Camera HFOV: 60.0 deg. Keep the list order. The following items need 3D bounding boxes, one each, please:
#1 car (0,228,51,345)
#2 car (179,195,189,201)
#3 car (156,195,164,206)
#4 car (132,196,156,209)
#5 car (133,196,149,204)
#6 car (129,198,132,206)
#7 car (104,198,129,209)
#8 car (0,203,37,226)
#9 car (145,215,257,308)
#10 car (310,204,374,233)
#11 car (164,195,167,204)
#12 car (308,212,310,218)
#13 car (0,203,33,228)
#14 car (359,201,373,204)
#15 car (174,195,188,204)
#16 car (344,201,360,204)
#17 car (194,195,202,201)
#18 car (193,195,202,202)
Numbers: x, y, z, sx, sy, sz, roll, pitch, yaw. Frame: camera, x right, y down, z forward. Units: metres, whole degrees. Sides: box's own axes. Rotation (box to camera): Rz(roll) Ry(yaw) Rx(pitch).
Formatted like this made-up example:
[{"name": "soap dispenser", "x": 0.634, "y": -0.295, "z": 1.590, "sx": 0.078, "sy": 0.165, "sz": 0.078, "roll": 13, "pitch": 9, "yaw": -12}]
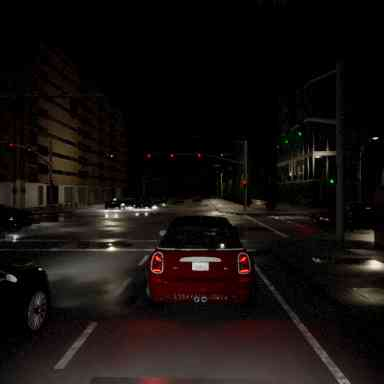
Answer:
[{"name": "car", "x": -3.397, "y": 1.492, "z": 3.856, "sx": 2.128, "sy": 1.511, "sz": 4.902, "roll": 0, "pitch": 0, "yaw": 1}, {"name": "car", "x": -1.962, "y": 1.525, "z": 84.051, "sx": 2.128, "sy": 1.511, "sz": 4.902, "roll": 0, "pitch": 0, "yaw": 2}, {"name": "car", "x": -6.412, "y": 1.491, "z": 55.005, "sx": 2.128, "sy": 1.511, "sz": 4.902, "roll": 0, "pitch": 0, "yaw": 2}, {"name": "car", "x": -6.636, "y": 1.564, "z": 46.114, "sx": 1.994, "sy": 1.385, "sz": 4.181, "roll": 0, "pitch": 0, "yaw": 1}, {"name": "car", "x": -9.642, "y": 1.491, "z": 63.012, "sx": 2.128, "sy": 1.511, "sz": 4.902, "roll": 0, "pitch": 0, "yaw": 2}, {"name": "car", "x": -9.978, "y": 1.601, "z": 52.920, "sx": 1.895, "sy": 1.301, "sz": 4.718, "roll": 0, "pitch": 0, "yaw": 2}, {"name": "car", "x": -10.166, "y": 1.564, "z": 44.118, "sx": 1.994, "sy": 1.385, "sz": 4.181, "roll": 0, "pitch": 0, "yaw": 1}, {"name": "car", "x": -13.769, "y": 1.541, "z": 23.379, "sx": 4.892, "sy": 1.490, "sz": 1.837, "roll": -1, "pitch": 0, "yaw": 1}, {"name": "car", "x": 0.218, "y": 1.352, "z": 8.085, "sx": 2.097, "sy": 1.767, "sz": 4.553, "roll": 0, "pitch": 0, "yaw": 2}, {"name": "car", "x": 10.067, "y": 1.603, "z": 19.385, "sx": 5.357, "sy": 1.411, "sz": 2.033, "roll": 0, "pitch": 0, "yaw": 1}, {"name": "car", "x": -6.077, "y": 1.352, "z": 64.809, "sx": 2.097, "sy": 1.767, "sz": 4.553, "roll": 0, "pitch": 0, "yaw": 2}, {"name": "car", "x": 10.655, "y": 1.656, "z": 22.874, "sx": 4.718, "sy": 1.301, "sz": 1.895, "roll": 0, "pitch": 0, "yaw": 1}, {"name": "car", "x": -12.344, "y": 1.505, "z": 19.848, "sx": 5.008, "sy": 1.535, "sz": 1.882, "roll": 0, "pitch": 0, "yaw": 1}, {"name": "car", "x": 16.690, "y": 1.603, "z": 26.451, "sx": 5.357, "sy": 1.411, "sz": 2.033, "roll": 0, "pitch": 0, "yaw": 1}, {"name": "car", "x": -2.449, "y": 1.547, "z": 64.088, "sx": 2.033, "sy": 1.411, "sz": 5.357, "roll": 0, "pitch": 0, "yaw": 2}, {"name": "car", "x": 14.502, "y": 1.547, "z": 29.998, "sx": 4.902, "sy": 1.511, "sz": 2.128, "roll": 0, "pitch": 0, "yaw": 1}, {"name": "car", "x": 1.536, "y": 1.478, "z": 83.960, "sx": 1.882, "sy": 1.535, "sz": 5.008, "roll": 0, "pitch": 0, "yaw": 2}, {"name": "car", "x": 1.237, "y": 1.478, "z": 73.805, "sx": 1.882, "sy": 1.535, "sz": 5.008, "roll": 0, "pitch": 0, "yaw": 2}]
